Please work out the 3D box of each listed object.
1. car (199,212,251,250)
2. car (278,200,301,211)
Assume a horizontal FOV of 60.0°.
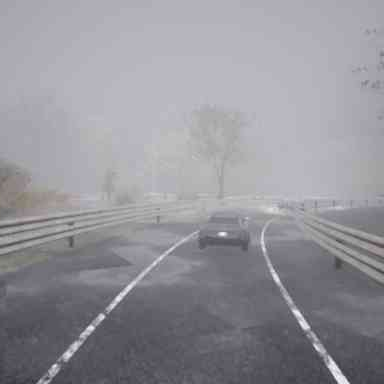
[{"bbox_3d":[1.511,1.538,14.353,1.994,1.385,4.181,1,0,11],"label":"car"},{"bbox_3d":[12.975,1.737,43.902,1.895,1.301,4.718,2,0,33],"label":"car"}]
